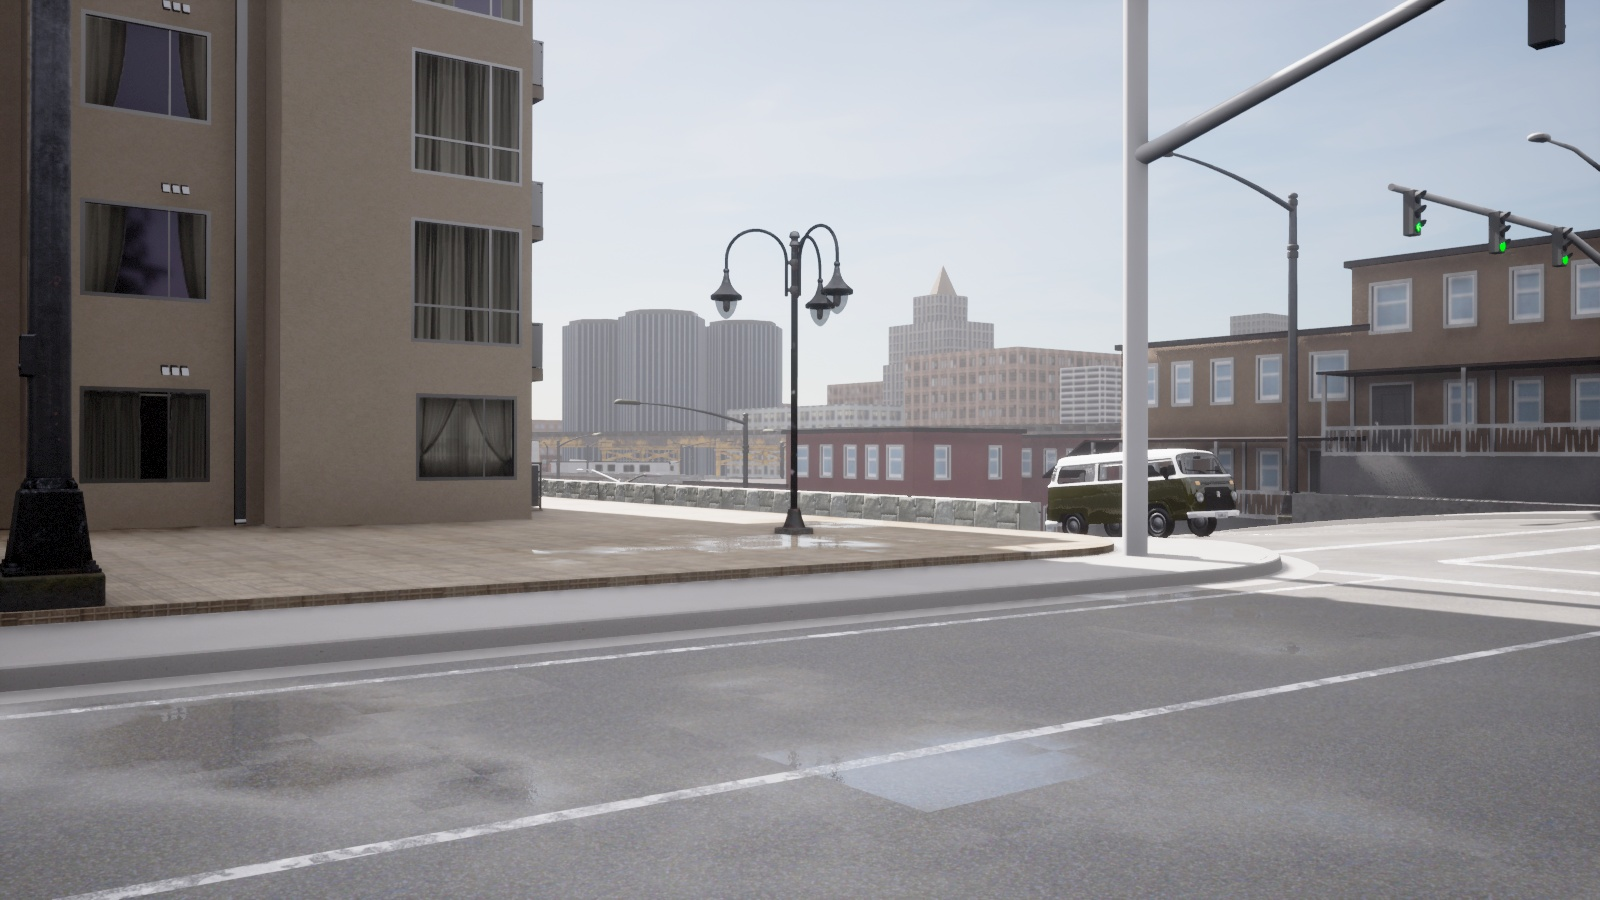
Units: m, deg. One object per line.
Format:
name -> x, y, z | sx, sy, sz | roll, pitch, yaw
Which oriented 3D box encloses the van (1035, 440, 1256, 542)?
van -> 7.825, 0.996, 28.884 | 2.069, 2.038, 4.480 | 0, -5, -36
